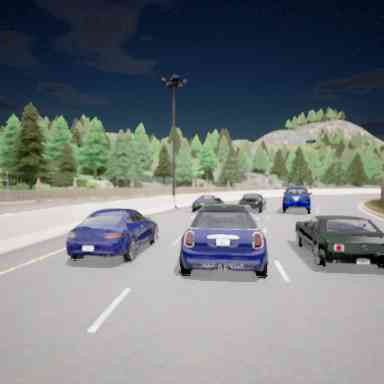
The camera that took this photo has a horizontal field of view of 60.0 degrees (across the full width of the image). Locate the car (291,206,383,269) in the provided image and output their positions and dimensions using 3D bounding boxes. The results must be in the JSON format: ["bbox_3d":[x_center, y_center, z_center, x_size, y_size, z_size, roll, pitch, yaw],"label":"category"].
[{"bbox_3d":[4.506,1.364,10.361,1.895,1.301,4.718,0,1,7],"label":"car"}]

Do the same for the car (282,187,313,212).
[{"bbox_3d":[8.783,0.584,27.762,2.150,2.045,5.566,0,1,19],"label":"car"}]

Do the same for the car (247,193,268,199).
[{"bbox_3d":[5.115,0.857,27.725,1.837,1.490,4.892,0,1,18],"label":"car"}]

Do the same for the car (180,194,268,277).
[{"bbox_3d":[0.950,1.120,9.714,2.097,1.767,4.553,0,1,6],"label":"car"}]

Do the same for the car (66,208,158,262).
[{"bbox_3d":[-2.430,1.254,10.972,1.812,1.442,4.674,0,1,7],"label":"car"}]

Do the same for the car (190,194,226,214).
[{"bbox_3d":[1.424,0.908,27.625,1.994,1.385,4.181,1,1,18],"label":"car"}]
